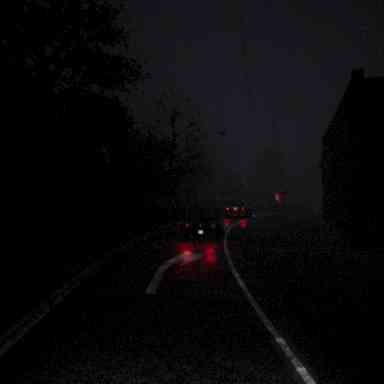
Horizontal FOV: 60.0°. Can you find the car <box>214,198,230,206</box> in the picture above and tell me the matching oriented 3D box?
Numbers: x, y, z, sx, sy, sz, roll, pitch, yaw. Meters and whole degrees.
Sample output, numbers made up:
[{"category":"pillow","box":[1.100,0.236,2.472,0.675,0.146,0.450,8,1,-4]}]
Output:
[{"category":"car","box":[6.257,2.090,70.638,2.002,1.452,4.674,4,-1,-12]}]

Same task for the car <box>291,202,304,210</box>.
[{"category":"car","box":[17.328,2.499,59.601,2.231,1.521,4.892,3,-1,-12]}]

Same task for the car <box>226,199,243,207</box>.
[{"category":"car","box":[9.096,2.264,71.265,2.163,1.488,4.792,4,-1,-12]}]

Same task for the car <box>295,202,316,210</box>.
[{"category":"car","box":[25.463,3.086,74.692,2.231,1.521,4.892,3,-1,-12]}]

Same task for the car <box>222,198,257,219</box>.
[{"category":"car","box":[4.897,1.704,33.870,2.097,1.767,4.553,0,-1,20]}]

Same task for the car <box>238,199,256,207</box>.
[{"category":"car","box":[11.792,2.400,71.995,1.946,1.575,5.366,3,-1,-12]}]

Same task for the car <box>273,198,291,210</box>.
[{"category":"car","box":[14.610,2.089,59.063,2.435,2.045,5.566,3,-1,-12]}]

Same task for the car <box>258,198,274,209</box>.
[{"category":"car","box":[11.875,2.172,58.449,2.097,1.535,5.008,3,-1,-12]}]

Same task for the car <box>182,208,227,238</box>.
[{"category":"car","box":[0.726,1.688,18.379,1.895,1.301,4.718,0,-1,8]}]

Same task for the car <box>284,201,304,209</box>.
[{"category":"car","box":[22.611,2.962,74.089,2.097,1.535,5.008,3,-1,-12]}]

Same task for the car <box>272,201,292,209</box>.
[{"category":"car","box":[19.884,2.836,73.512,2.097,1.535,5.008,3,-1,-12]}]

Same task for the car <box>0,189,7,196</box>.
[{"category":"car","box":[-28.068,0.018,49.714,2.097,1.535,5.008,4,-1,-12]}]

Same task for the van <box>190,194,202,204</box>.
[{"category":"van","box":[0.972,1.465,69.389,1.878,1.987,4.442,4,0,-12]}]

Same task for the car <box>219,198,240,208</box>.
[{"category":"car","box":[6.432,1.843,57.333,2.163,1.488,4.792,4,-1,-12]}]

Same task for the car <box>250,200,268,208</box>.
[{"category":"car","box":[14.522,2.558,72.573,1.946,1.575,5.366,3,-1,-12]}]

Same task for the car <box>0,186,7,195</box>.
[{"category":"car","box":[-36.148,-0.327,61.174,1.946,1.575,5.366,4,-1,-12]}]

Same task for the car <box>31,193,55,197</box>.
[{"category":"car","box":[-28.198,0.153,63.084,2.185,1.767,4.553,4,-1,-12]}]

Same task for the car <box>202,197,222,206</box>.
[{"category":"car","box":[3.727,1.659,56.701,2.163,1.488,4.792,4,-1,-12]}]

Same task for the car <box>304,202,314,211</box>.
[{"category":"car","box":[20.047,2.674,60.153,2.163,1.488,4.792,3,-1,-12]}]

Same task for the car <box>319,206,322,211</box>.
[{"category":"car","box":[25.509,2.779,61.307,2.185,1.767,4.553,3,-1,-12]}]

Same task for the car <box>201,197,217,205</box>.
[{"category":"car","box":[3.538,1.906,70.063,2.002,1.452,4.674,4,-1,-12]}]
